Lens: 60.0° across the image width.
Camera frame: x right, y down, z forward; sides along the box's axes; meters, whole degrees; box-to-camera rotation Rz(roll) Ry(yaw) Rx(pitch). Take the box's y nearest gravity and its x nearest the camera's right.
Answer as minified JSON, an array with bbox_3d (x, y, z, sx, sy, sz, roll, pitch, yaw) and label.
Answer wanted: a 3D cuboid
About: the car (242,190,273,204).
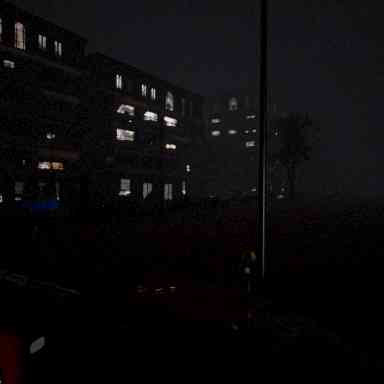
[{"bbox_3d":[9.263,0.877,46.592,2.008,1.369,4.403,2,2,35],"label":"car"}]

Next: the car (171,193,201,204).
[{"bbox_3d":[-0.796,0.910,46.812,1.947,1.339,4.313,2,2,35],"label":"car"}]

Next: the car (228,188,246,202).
[{"bbox_3d":[7.516,0.644,48.724,2.097,1.767,4.553,1,1,35],"label":"car"}]

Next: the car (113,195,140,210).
[{"bbox_3d":[-7.251,1.105,33.034,1.837,1.490,4.892,1,1,35],"label":"car"}]

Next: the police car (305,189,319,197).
[{"bbox_3d":[27.726,0.191,76.622,1.930,1.638,5.238,0,1,32],"label":"police car"}]

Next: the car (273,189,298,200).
[{"bbox_3d":[15.727,0.676,55.870,1.752,1.417,4.829,2,2,35],"label":"car"}]

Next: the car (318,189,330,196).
[{"bbox_3d":[33.656,0.069,84.792,1.801,1.575,5.366,1,1,35],"label":"car"}]

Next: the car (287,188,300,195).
[{"bbox_3d":[24.672,-0.029,83.362,2.192,1.841,5.009,2,2,35],"label":"car"}]

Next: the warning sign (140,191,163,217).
[{"bbox_3d":[-3.033,0.851,24.820,1.300,1.860,1.060,-1,0,35],"label":"warning sign"}]

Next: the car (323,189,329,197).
[{"bbox_3d":[28.362,0.361,74.008,2.008,1.369,4.403,2,2,35],"label":"car"}]

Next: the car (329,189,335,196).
[{"bbox_3d":[34.729,0.079,83.145,1.967,1.590,4.097,2,2,35],"label":"car"}]

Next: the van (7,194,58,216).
[{"bbox_3d":[-13.526,1.035,28.529,1.690,1.788,3.998,2,2,35],"label":"van"}]

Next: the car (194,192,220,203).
[{"bbox_3d":[2.387,0.808,51.382,2.008,1.369,4.403,2,2,35],"label":"car"}]

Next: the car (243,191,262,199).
[{"bbox_3d":[11.840,0.526,64.950,1.752,1.417,4.829,2,2,35],"label":"car"}]

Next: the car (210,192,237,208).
[{"bbox_3d":[2.896,1.051,37.452,2.008,1.369,4.403,2,2,35],"label":"car"}]

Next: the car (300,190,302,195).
[{"bbox_3d":[27.852,0.115,87.938,1.887,1.381,4.507,2,2,35],"label":"car"}]

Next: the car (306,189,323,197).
[{"bbox_3d":[25.180,0.446,69.440,2.008,1.369,4.403,2,2,35],"label":"car"}]

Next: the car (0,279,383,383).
[{"bbox_3d":[-0.308,1.544,3.091,4.507,1.381,1.887,0,0,36],"label":"car"}]

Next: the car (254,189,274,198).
[{"bbox_3d":[15.123,0.227,69.654,2.192,1.841,5.009,2,2,35],"label":"car"}]

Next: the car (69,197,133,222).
[{"bbox_3d":[-6.653,1.329,23.745,1.947,1.339,4.313,2,2,35],"label":"car"}]

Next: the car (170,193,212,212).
[{"bbox_3d":[-0.287,1.132,32.882,1.887,1.381,4.507,2,2,35],"label":"car"}]
